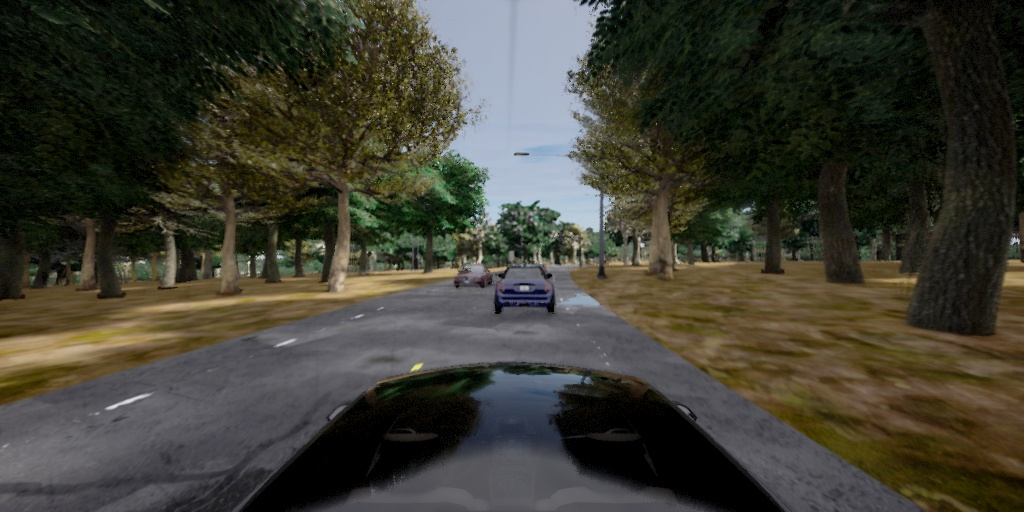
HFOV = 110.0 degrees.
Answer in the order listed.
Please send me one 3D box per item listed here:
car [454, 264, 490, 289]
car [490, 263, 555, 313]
[{"bbox_3d":[-2.419,1.250,23.175,1.812,1.442,4.674,0,0,5],"label":"car"},{"bbox_3d":[0.516,1.086,14.034,2.097,1.767,4.553,0,0,3],"label":"car"}]
